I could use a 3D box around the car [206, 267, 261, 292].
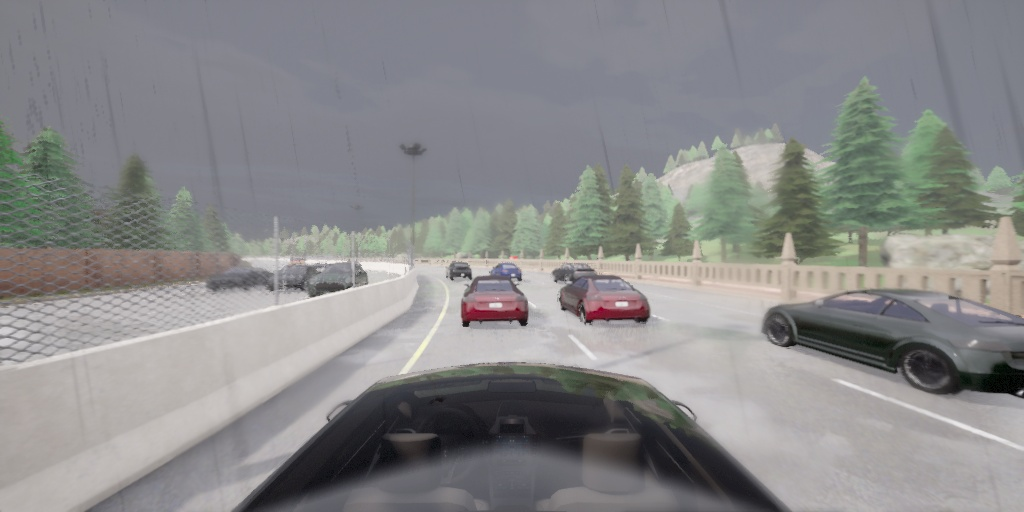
[{"bbox_3d":[-16.889,1.387,22.734,2.033,1.411,5.357,0,0,-14],"label":"car"}]

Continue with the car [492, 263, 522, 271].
[{"bbox_3d":[-0.518,1.300,29.506,1.812,1.442,4.674,0,0,-16],"label":"car"}]

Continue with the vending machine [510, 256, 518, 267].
[{"bbox_3d":[0.341,0.988,57.533,1.100,2.100,0.880,0,0,-29],"label":"vending machine"}]

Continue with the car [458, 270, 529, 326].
[{"bbox_3d":[-0.638,1.325,11.825,1.994,1.385,4.181,0,0,-5],"label":"car"}]

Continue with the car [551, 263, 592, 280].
[{"bbox_3d":[4.228,1.242,25.036,2.128,1.511,4.902,0,0,-13],"label":"car"}]

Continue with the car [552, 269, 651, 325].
[{"bbox_3d":[2.857,1.310,11.932,1.994,1.385,4.181,0,0,-5],"label":"car"}]

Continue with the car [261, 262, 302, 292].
[{"bbox_3d":[-13.189,1.328,22.031,1.837,1.490,4.892,0,0,-14],"label":"car"}]

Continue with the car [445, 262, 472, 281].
[{"bbox_3d":[-4.707,1.299,31.429,1.837,1.490,4.892,0,0,-17],"label":"car"}]

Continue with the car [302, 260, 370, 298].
[{"bbox_3d":[-8.967,1.154,18.910,2.097,1.767,4.553,0,0,-12],"label":"car"}]

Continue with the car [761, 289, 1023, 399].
[{"bbox_3d":[6.795,1.288,6.569,1.994,1.385,4.181,0,0,-2],"label":"car"}]
